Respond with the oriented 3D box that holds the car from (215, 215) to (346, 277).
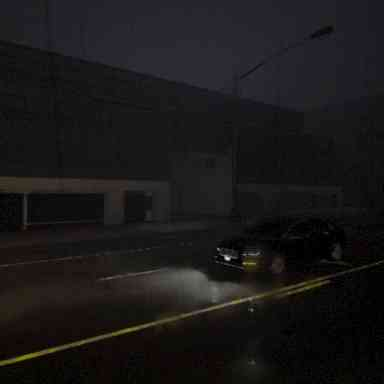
[{"bbox_3d":[2.914,1.513,10.418,4.892,1.490,1.837,-1,0,-36],"label":"car"}]
